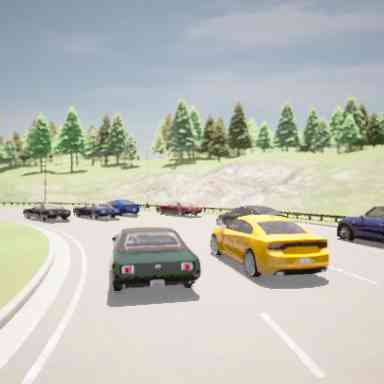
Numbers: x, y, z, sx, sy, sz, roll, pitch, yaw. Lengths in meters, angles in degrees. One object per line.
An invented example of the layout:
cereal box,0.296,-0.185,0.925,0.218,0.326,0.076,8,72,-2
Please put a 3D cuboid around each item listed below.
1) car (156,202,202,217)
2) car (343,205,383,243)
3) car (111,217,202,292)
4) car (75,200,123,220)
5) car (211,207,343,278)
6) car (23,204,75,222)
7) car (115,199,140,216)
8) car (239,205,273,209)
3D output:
car,-1.294,1.533,30.553,1.895,1.301,4.718,0,0,-41
car,8.219,1.315,13.799,2.097,1.767,4.553,0,0,-17
car,-1.205,1.581,8.985,1.895,1.301,4.718,0,0,-13
car,-7.992,1.544,27.523,1.895,1.301,4.718,0,0,-45
car,2.057,1.453,10.210,1.882,1.535,5.008,0,0,-14
car,-11.400,1.550,25.975,4.718,1.301,1.895,0,0,43
car,-6.952,1.412,31.215,5.008,1.535,1.882,0,0,43
car,3.050,1.463,17.686,1.837,1.490,4.892,0,0,-24
